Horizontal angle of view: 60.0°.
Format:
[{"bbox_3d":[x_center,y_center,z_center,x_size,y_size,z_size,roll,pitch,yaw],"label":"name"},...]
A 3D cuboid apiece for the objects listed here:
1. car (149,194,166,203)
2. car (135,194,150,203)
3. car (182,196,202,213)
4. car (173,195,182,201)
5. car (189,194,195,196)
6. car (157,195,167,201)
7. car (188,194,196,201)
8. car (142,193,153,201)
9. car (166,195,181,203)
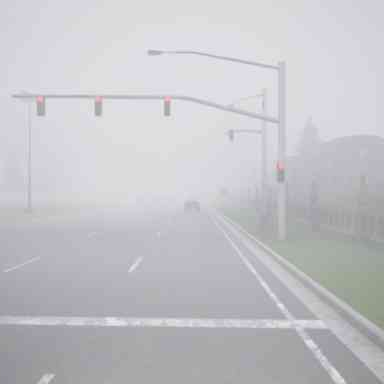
[{"bbox_3d":[-6.984,1.441,68.112,1.882,1.535,5.008,0,0,0],"label":"car"},{"bbox_3d":[-10.484,1.527,68.496,1.994,1.385,4.181,0,0,0],"label":"car"},{"bbox_3d":[0.009,1.484,37.497,1.837,1.490,4.892,0,0,0],"label":"car"},{"bbox_3d":[-3.481,1.386,78.561,1.895,1.301,4.718,0,0,0],"label":"car"},{"bbox_3d":[0.016,1.511,68.110,2.033,1.411,5.357,0,0,0],"label":"car"},{"bbox_3d":[-6.981,1.343,78.532,1.994,1.385,4.181,0,0,0],"label":"car"},{"bbox_3d":[0.019,1.315,78.530,1.812,1.442,4.674,0,0,0],"label":"car"},{"bbox_3d":[-10.481,1.146,78.503,2.097,1.767,4.553,0,0,0],"label":"car"},{"bbox_3d":[-3.484,1.455,68.111,2.128,1.511,4.902,0,0,0],"label":"car"}]
